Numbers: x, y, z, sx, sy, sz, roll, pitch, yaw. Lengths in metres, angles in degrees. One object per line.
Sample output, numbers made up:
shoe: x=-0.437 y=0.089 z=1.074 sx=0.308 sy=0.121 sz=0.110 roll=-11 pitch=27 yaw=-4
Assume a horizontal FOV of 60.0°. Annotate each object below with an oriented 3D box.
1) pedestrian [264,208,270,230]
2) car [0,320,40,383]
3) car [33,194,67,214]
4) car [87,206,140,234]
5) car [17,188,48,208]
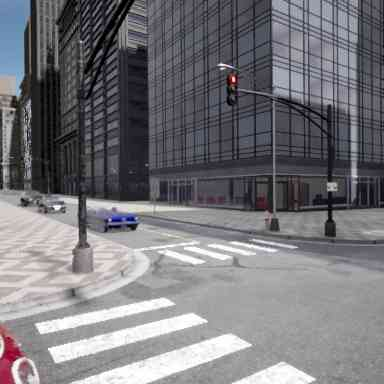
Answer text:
pedestrian: x=3.902 y=1.373 z=17.255 sx=0.500 sy=1.100 sz=0.500 roll=0 pitch=0 yaw=-34
car: x=-3.132 y=1.352 z=1.425 sx=4.553 sy=1.767 sz=2.097 roll=0 pitch=0 yaw=-41
car: x=-13.348 y=1.216 z=31.653 sx=2.128 sy=1.511 sz=4.902 roll=-1 pitch=1 yaw=-34
car: x=-4.717 y=1.470 z=18.872 sx=1.895 sy=1.301 sz=4.718 roll=-1 pitch=1 yaw=-34
car: x=-20.071 y=0.818 z=41.656 sx=2.150 sy=2.045 sz=5.566 roll=-1 pitch=1 yaw=-34
